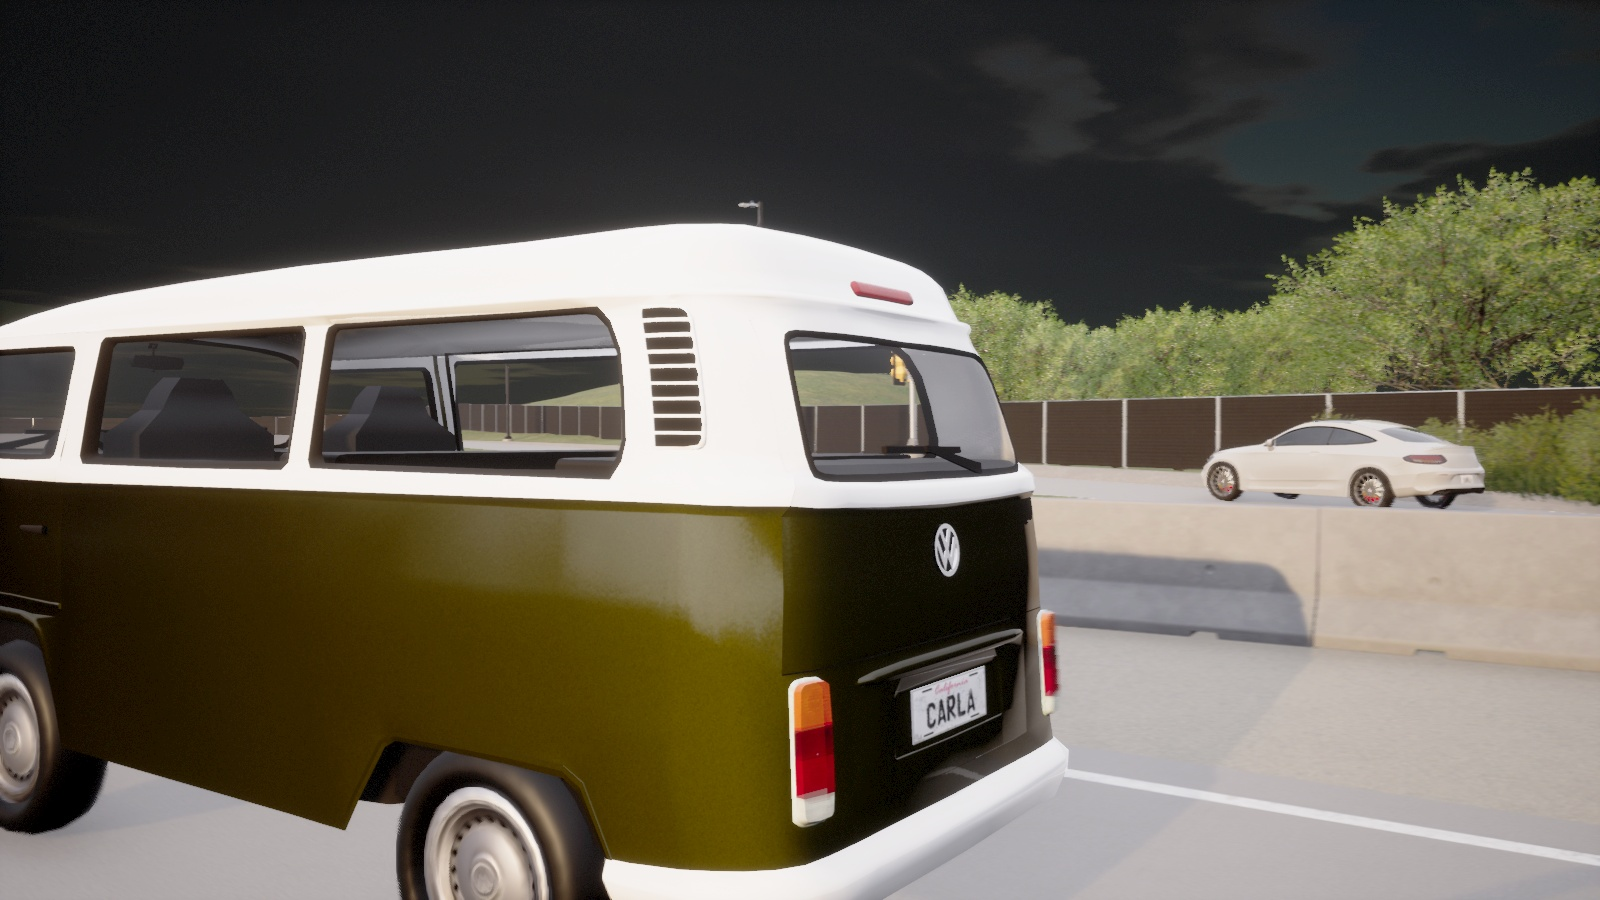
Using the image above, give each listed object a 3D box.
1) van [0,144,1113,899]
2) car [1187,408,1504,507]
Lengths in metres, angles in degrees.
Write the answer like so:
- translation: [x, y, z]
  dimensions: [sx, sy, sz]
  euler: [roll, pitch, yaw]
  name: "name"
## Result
- translation: [-1.403, 0.407, 4.551]
  dimensions: [4.480, 2.038, 2.069]
  euler: [0, 1, 34]
  name: "van"
- translation: [8.899, 0.053, 20.952]
  dimensions: [1.812, 1.442, 4.674]
  euler: [-2, 2, -31]
  name: "car"
